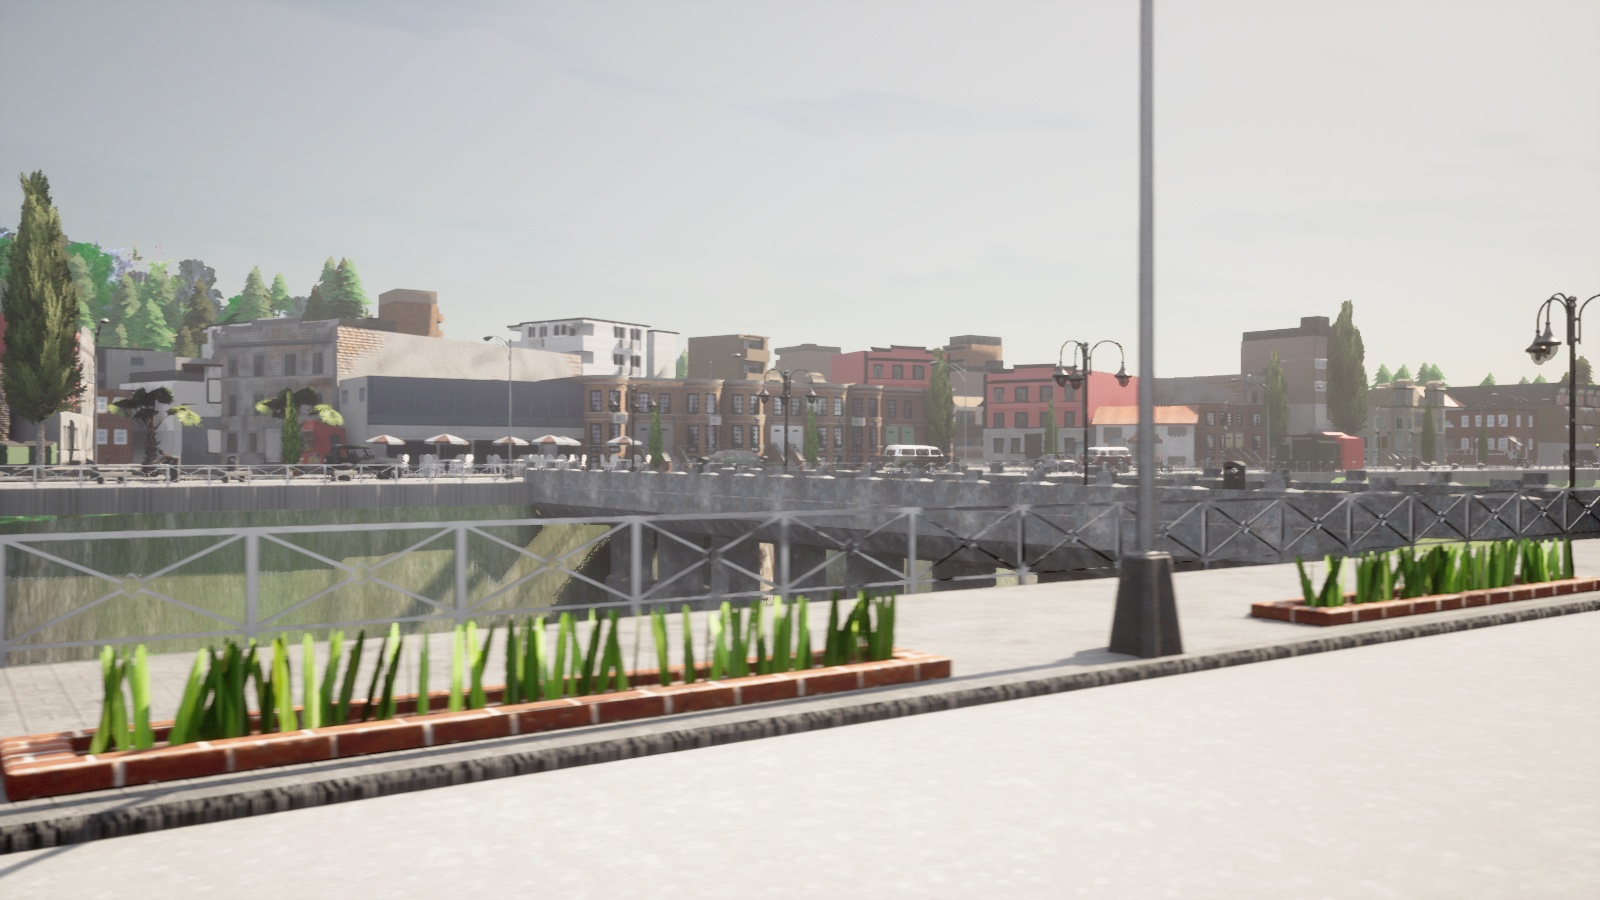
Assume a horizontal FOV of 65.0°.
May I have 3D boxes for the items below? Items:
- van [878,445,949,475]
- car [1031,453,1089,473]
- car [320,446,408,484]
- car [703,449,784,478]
[{"bbox_3d":[7.660,0.660,84.759,4.480,2.038,2.069,0,0,-35],"label":"van"},{"bbox_3d":[19.227,0.945,92.814,4.193,1.474,1.816,0,0,-35],"label":"car"},{"bbox_3d":[-22.207,0.744,63.957,3.866,1.878,1.905,0,0,-35],"label":"car"},{"bbox_3d":[-3.443,0.799,77.026,4.553,1.767,2.097,0,0,-35],"label":"car"}]
